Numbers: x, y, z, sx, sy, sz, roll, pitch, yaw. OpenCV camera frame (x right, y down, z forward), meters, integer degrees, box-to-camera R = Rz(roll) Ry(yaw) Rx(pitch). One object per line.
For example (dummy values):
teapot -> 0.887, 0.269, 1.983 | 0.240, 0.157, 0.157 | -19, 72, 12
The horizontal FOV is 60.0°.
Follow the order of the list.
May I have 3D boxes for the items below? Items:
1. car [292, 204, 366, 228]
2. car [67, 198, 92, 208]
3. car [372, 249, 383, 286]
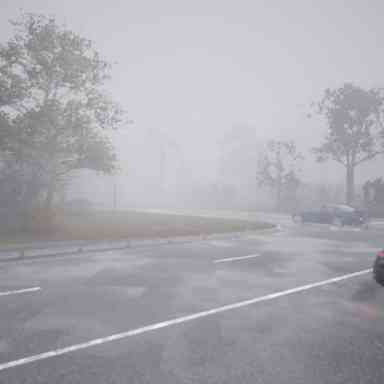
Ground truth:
car -> 9.187, 1.538, 22.769 | 1.882, 1.535, 5.008 | 1, 0, -33
car -> -18.524, 1.761, 54.628 | 4.902, 1.511, 2.128 | -1, -1, 35
car -> 6.299, 1.591, 8.167 | 4.181, 1.385, 1.994 | 0, 0, -35
